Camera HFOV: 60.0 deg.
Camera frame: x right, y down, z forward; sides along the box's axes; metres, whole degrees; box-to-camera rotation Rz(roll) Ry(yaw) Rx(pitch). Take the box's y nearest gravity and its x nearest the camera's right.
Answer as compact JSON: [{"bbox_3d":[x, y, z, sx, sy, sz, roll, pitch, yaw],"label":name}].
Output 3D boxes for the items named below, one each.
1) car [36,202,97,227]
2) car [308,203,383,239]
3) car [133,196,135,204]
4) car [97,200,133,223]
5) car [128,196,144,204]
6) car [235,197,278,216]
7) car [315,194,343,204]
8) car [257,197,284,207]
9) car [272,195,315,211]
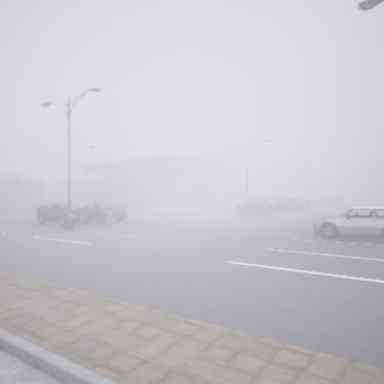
[{"bbox_3d":[-9.214,1.570,23.575,4.514,1.523,2.007,-1,0,36],"label":"car"},{"bbox_3d":[7.596,1.411,15.044,3.806,1.475,1.970,-1,0,36],"label":"car"},{"bbox_3d":[-12.022,2.072,76.646,2.242,1.667,4.611,-1,0,36],"label":"car"},{"bbox_3d":[-7.412,1.561,26.142,5.027,1.636,2.152,-1,0,36],"label":"car"},{"bbox_3d":[-14.051,1.966,83.485,1.905,1.878,3.866,-1,0,36],"label":"car"},{"bbox_3d":[5.762,1.465,31.208,3.633,1.501,1.845,-1,0,36],"label":"car"},{"bbox_3d":[19.575,1.233,48.920,4.605,1.855,1.932,-1,0,36],"label":"car"},{"bbox_3d":[12.699,1.589,53.876,3.806,1.475,1.970,-1,0,36],"label":"car"},{"bbox_3d":[11.674,1.442,39.264,4.514,1.523,2.007,-1,0,36],"label":"car"}]
